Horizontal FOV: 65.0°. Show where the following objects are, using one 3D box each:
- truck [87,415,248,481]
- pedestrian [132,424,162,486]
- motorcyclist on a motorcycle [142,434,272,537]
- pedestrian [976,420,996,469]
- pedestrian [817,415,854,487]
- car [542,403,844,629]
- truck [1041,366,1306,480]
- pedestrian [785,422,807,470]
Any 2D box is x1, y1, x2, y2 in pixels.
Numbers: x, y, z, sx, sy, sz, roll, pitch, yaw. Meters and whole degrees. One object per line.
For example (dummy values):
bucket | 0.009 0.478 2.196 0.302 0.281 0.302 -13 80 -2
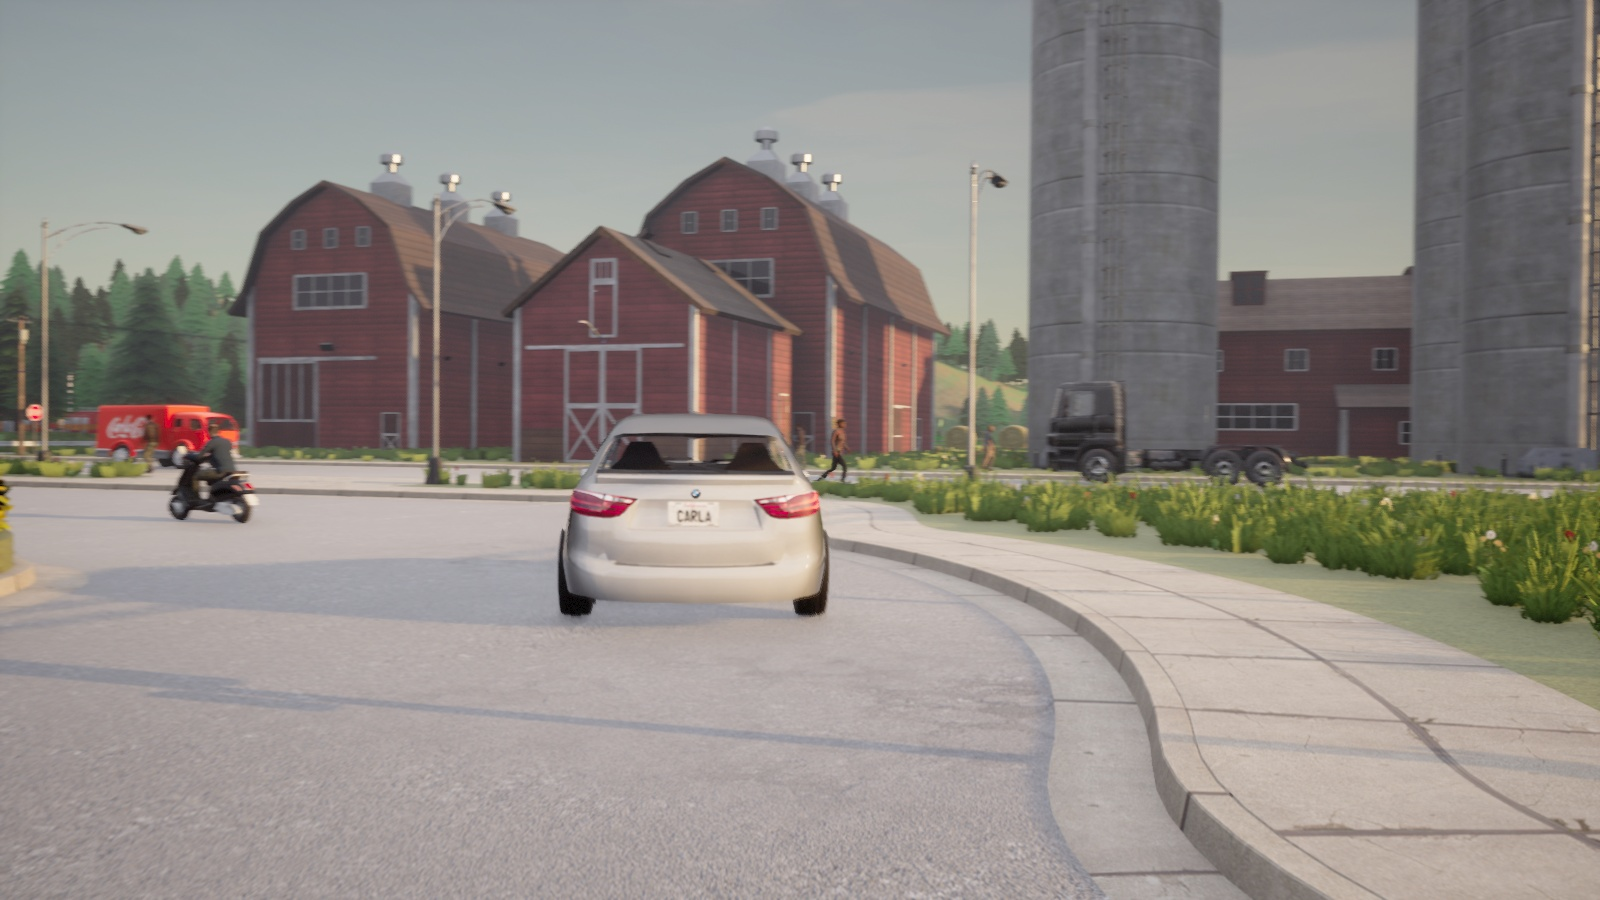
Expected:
truck | -24.599 -0.070 48.894 5.204 2.467 2.627 0 1 18
pedestrian | -19.737 0.148 37.938 0.703 1.840 0.431 0 1 22
motorcyclist on a motorcycle | -9.552 0.549 20.241 1.817 1.590 0.866 0 1 21
pedestrian | 7.050 -0.200 47.535 0.694 1.848 0.540 0 1 11
pedestrian | 0.895 0.030 31.714 0.869 1.805 0.328 0 1 17
car | -1.001 0.458 11.708 2.242 1.667 4.611 0 1 -5
truck | 11.993 -0.806 40.668 7.936 3.462 2.891 0 1 18
pedestrian | -0.153 -0.143 48.365 0.703 1.840 0.431 0 1 18
